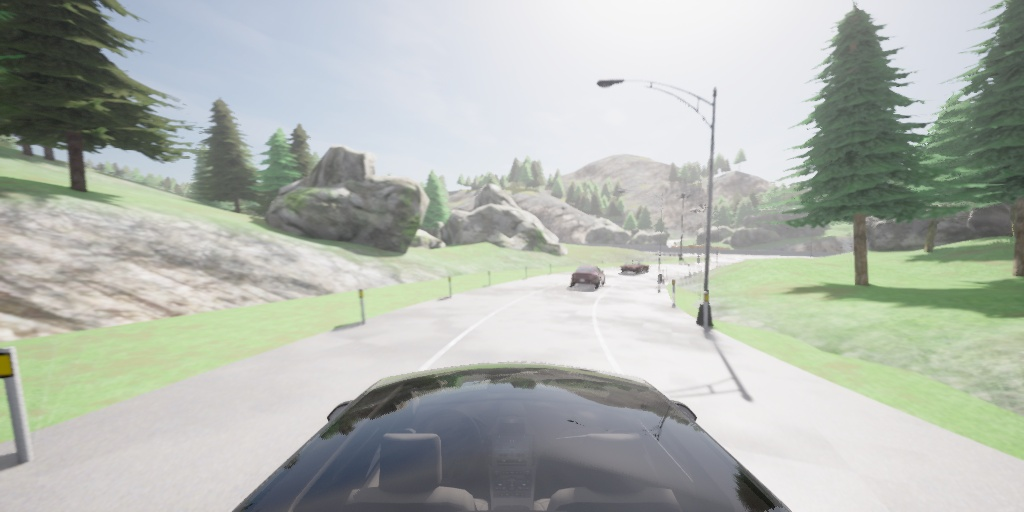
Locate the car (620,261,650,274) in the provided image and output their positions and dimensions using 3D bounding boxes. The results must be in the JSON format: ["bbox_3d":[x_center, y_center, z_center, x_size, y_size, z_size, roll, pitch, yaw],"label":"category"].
[{"bbox_3d":[13.406,1.221,38.864,1.895,1.301,4.718,3,3,37],"label":"car"}]

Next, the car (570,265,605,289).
[{"bbox_3d":[5.234,1.344,24.563,1.812,1.442,4.674,2,1,21],"label":"car"}]
